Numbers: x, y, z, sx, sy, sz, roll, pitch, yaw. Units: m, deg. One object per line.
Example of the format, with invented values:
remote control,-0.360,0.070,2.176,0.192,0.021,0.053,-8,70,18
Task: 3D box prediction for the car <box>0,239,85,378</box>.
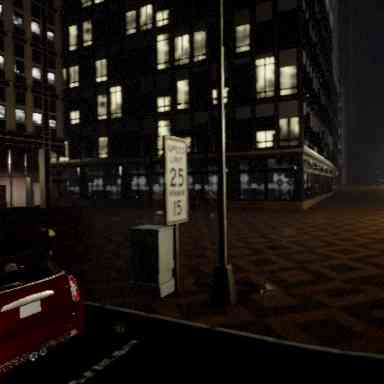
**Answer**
car,-3.594,1.387,4.743,4.097,1.590,1.967,0,1,27
